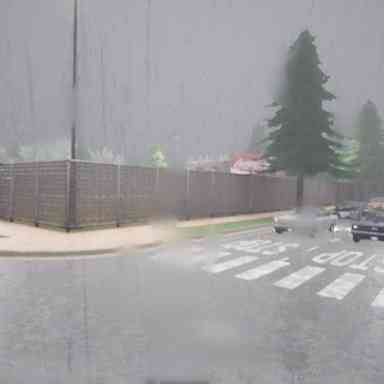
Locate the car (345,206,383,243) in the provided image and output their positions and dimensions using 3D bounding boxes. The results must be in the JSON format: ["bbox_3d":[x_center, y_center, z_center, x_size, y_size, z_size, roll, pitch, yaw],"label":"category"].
[{"bbox_3d":[8.713,1.555,15.065,1.895,1.301,4.718,2,1,39],"label":"car"}]

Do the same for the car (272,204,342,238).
[{"bbox_3d":[5.943,1.461,17.206,1.895,1.301,4.718,2,1,39],"label":"car"}]

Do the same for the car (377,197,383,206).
[{"bbox_3d":[18.117,1.243,32.039,2.097,1.767,4.553,2,1,40],"label":"car"}]

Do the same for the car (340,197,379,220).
[{"bbox_3d":[11.718,1.366,24.280,2.128,1.511,4.902,2,1,39],"label":"car"}]
